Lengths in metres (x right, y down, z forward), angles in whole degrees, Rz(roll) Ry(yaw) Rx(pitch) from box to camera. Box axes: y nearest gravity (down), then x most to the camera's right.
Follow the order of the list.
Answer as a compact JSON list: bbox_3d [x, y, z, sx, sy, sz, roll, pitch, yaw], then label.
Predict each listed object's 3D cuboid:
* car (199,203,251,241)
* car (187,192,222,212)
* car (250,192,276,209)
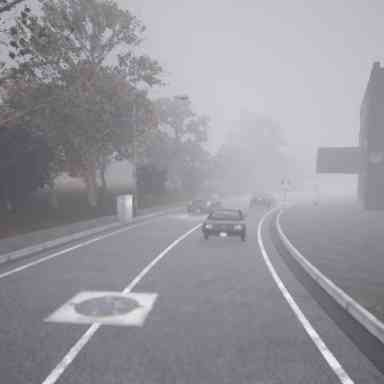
[{"bbox_3d":[1.724,1.456,16.150,1.895,1.301,4.718,1,1,10],"label":"car"},{"bbox_3d":[1.195,0.862,29.197,2.097,1.767,4.553,2,2,18],"label":"car"},{"bbox_3d":[7.703,0.739,35.735,2.097,1.767,4.553,3,3,23],"label":"car"}]
